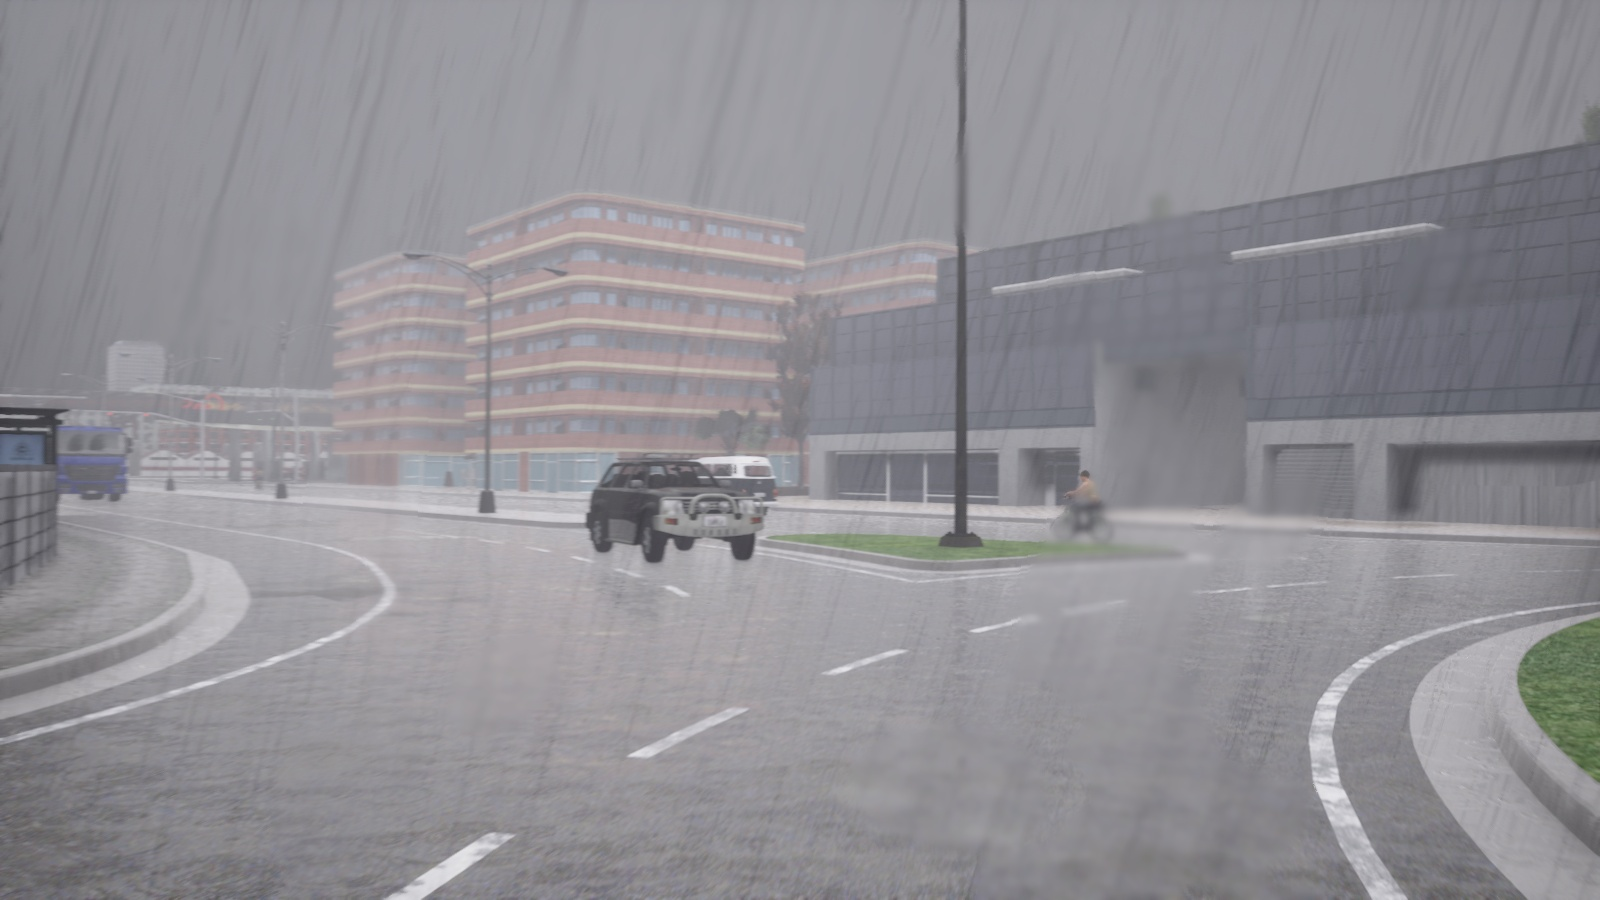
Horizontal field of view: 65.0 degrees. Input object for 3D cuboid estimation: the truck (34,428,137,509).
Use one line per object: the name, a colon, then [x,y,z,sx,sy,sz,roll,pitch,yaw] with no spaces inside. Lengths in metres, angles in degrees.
truck: [-32.914,0.863,57.696,2.891,3.462,7.936,1,-1,-39]

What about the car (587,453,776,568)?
car: [-2.278,1.019,22.850,1.932,1.855,4.605,0,-1,-26]

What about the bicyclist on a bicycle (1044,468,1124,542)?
bicyclist on a bicycle: [6.382,1.213,28.243,1.509,1.612,0.866,-1,-2,43]

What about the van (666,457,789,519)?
van: [-2.583,1.277,43.712,2.069,2.038,4.480,1,-1,-39]
